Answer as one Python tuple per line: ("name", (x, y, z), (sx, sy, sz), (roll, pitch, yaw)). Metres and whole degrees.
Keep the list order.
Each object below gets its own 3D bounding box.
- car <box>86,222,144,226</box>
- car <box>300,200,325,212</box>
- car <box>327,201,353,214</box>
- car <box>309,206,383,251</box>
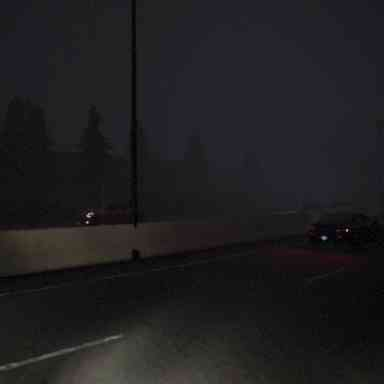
("car", (-5.443, 1.419, 22.393), (4.553, 1.767, 2.097), (0, 0, -42))
("car", (15.089, 1.676, 41.452), (1.994, 1.385, 4.181), (0, 0, 34))
("car", (16.986, 1.702, 37.991), (1.895, 1.301, 4.718), (0, 0, 34))
("car", (6.754, 1.564, 14.340), (4.674, 1.442, 1.812), (0, 0, -43))
